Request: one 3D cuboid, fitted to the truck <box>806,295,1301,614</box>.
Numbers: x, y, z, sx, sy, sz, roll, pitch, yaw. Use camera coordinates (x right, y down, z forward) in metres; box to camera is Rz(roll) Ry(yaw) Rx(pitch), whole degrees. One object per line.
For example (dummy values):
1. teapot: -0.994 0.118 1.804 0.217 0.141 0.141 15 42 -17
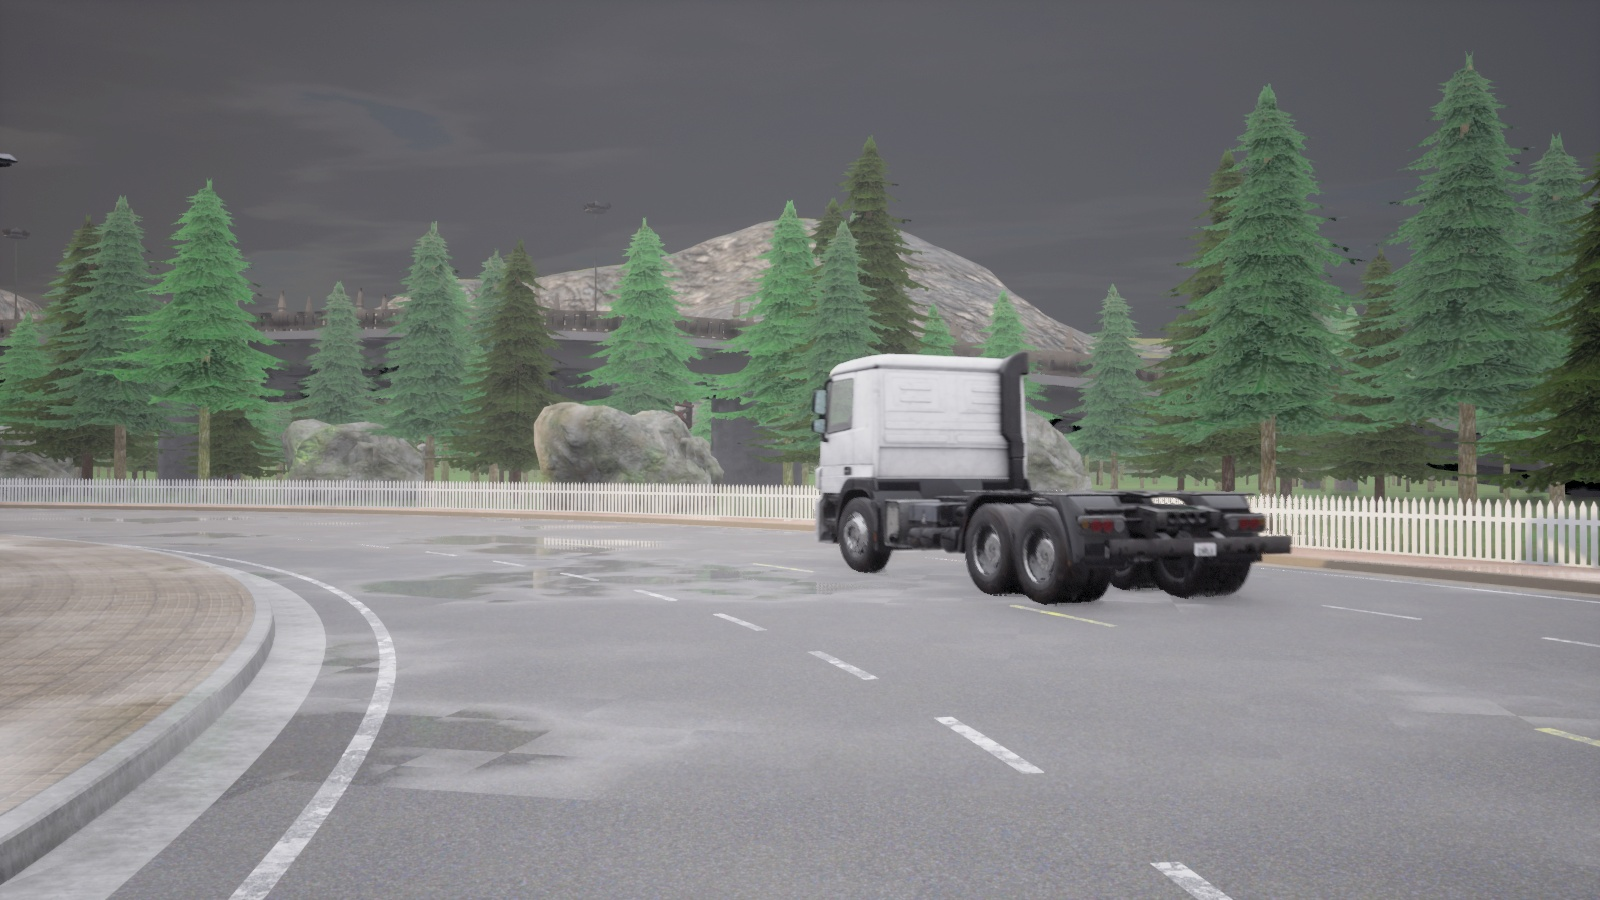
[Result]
1. truck: 2.983 0.119 17.833 2.891 3.462 7.936 0 -1 -23
